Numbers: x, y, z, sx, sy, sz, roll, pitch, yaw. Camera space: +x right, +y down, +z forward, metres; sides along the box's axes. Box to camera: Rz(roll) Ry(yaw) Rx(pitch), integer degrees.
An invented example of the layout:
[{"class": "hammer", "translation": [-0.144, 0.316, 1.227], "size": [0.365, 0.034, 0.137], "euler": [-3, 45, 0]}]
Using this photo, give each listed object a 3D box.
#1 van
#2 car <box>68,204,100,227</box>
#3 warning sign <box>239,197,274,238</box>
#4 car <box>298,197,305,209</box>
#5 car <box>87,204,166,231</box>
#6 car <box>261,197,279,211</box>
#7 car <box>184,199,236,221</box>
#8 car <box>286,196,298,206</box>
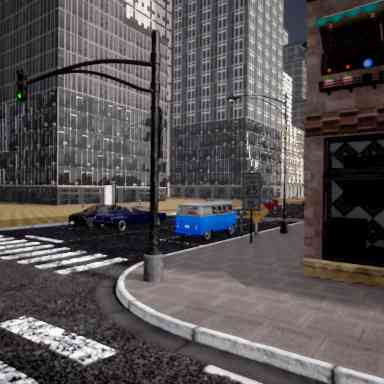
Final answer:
[{"class": "van", "translation": [0.850, 1.377, 17.021], "size": [1.690, 1.788, 3.998], "euler": [1, 1, 35]}, {"class": "car", "translation": [-5.975, 1.483, 21.889], "size": [1.947, 1.339, 4.313], "euler": [1, 1, 35]}, {"class": "warning sign", "translation": [3.130, 1.183, 16.124], "size": [1.300, 1.860, 1.060], "euler": [1, 0, 35]}, {"class": "car", "translation": [15.582, 1.427, 42.243], "size": [1.882, 1.535, 5.008], "euler": [1, 1, 36]}, {"class": "car", "translation": [-3.765, 1.555, 20.530], "size": [1.895, 1.301, 4.718], "euler": [1, 1, 35]}, {"class": "car", "translation": [7.764, 1.520, 36.681], "size": [1.895, 1.301, 4.718], "euler": [1, 1, 36]}, {"class": "car", "translation": [1.623, 1.427, 28.081], "size": [2.128, 1.511, 4.902], "euler": [1, 1, 35]}, {"class": "car", "translation": [16.412, 1.381, 53.282], "size": [1.752, 1.417, 4.829], "euler": [1, 1, 35]}]
